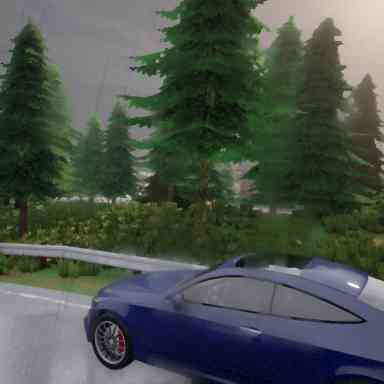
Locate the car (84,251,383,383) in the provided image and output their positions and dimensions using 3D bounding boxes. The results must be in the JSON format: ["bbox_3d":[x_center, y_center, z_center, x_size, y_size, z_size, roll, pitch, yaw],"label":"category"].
[{"bbox_3d":[0.770,1.499,4.088,4.674,1.442,1.812,1,1,31],"label":"car"}]
